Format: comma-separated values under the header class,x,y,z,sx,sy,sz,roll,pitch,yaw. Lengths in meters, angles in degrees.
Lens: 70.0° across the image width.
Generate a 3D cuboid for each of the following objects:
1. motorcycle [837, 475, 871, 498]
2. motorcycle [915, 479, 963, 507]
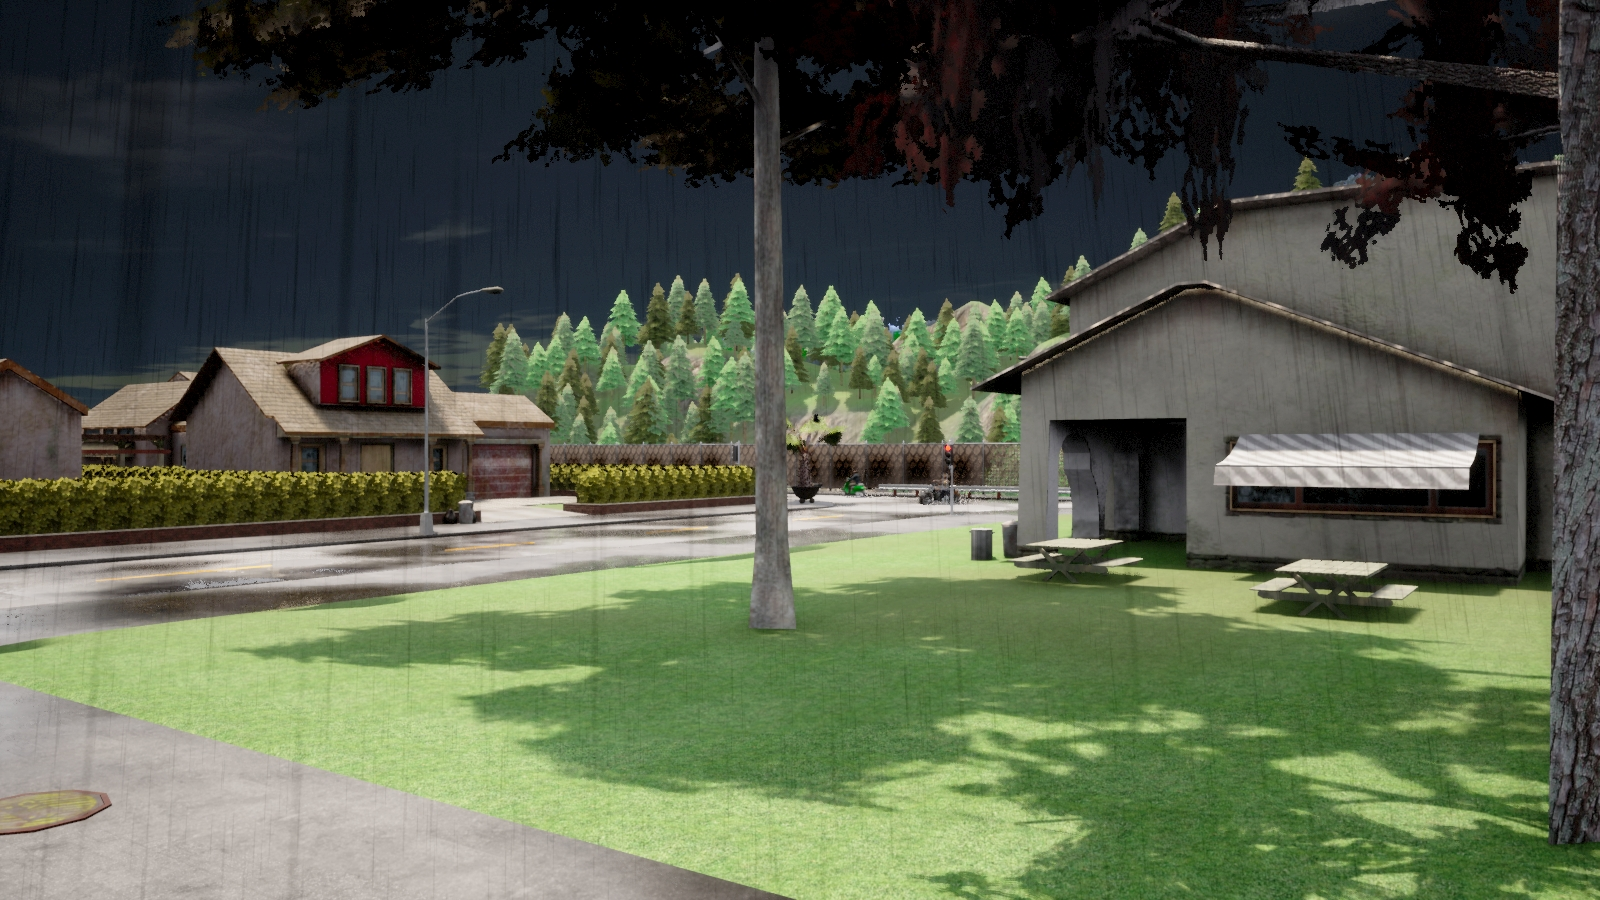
class,x,y,z,sx,sy,sz,roll,pitch,yaw
motorcycle,3.186,2.142,67.409,1.805,1.316,0.856,0,0,35
motorcycle,7.027,2.154,57.883,2.356,1.307,0.764,0,3,-27
